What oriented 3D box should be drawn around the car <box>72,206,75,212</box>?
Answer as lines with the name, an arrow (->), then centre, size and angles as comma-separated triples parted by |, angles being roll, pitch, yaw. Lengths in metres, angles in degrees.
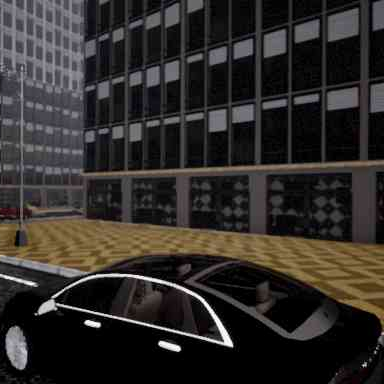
car -> -14.700, 2.132, 47.416 | 1.837, 1.490, 4.892 | 0, 0, 36

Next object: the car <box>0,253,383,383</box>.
car -> -0.443, 1.527, 3.987 | 4.892, 1.490, 1.837 | -2, -1, 35

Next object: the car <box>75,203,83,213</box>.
car -> -11.713, 2.163, 41.720 | 1.752, 1.417, 4.829 | 0, -1, 36

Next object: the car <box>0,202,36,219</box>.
car -> -18.484, 1.857, 32.489 | 2.192, 1.841, 5.009 | 0, -1, 36

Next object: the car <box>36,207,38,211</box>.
car -> -22.010, 2.064, 41.851 | 1.752, 1.417, 4.829 | 0, -1, 36
